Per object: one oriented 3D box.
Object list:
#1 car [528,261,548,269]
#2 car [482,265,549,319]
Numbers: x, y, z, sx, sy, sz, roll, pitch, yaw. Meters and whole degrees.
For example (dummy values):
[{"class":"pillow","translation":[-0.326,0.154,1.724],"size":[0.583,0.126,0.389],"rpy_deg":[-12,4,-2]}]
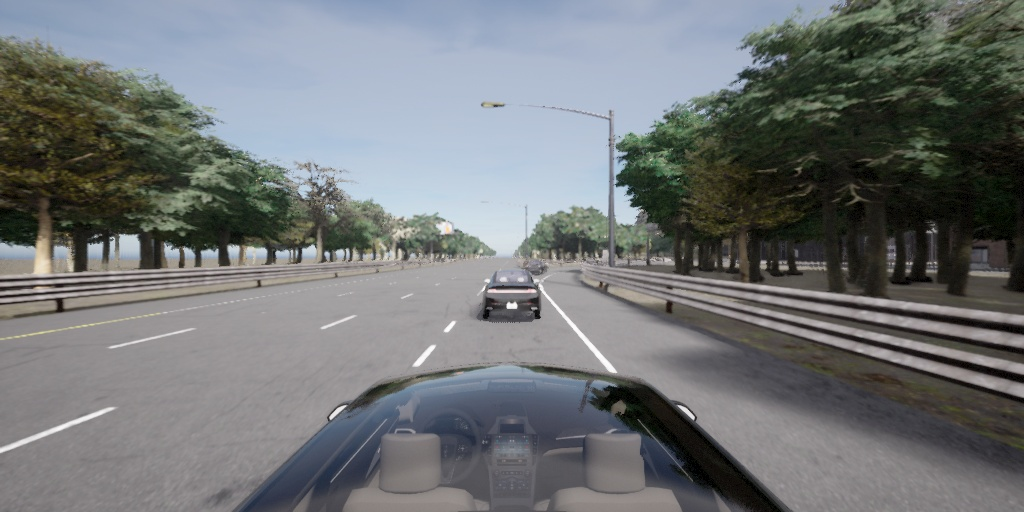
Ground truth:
[{"class":"car","translation":[2.837,1.260,39.595],"size":[2.128,1.511,4.902],"rpy_deg":[0,0,15]},{"class":"car","translation":[0.003,1.247,12.847],"size":[2.128,1.511,4.902],"rpy_deg":[0,0,0]}]
